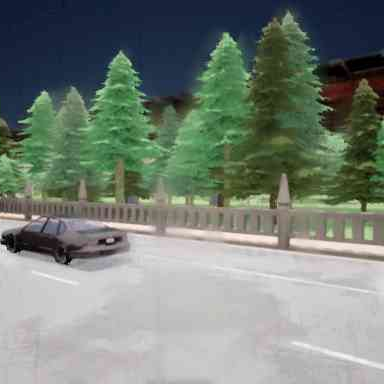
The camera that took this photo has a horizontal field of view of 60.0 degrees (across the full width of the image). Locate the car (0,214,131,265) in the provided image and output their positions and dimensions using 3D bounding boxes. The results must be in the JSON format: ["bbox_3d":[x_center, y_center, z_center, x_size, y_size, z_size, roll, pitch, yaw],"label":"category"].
[{"bbox_3d":[-4.497,1.492,11.472,5.357,1.411,2.033,0,0,36],"label":"car"}]
